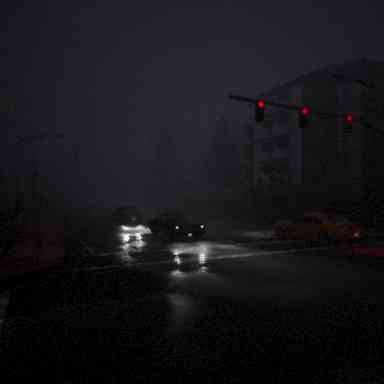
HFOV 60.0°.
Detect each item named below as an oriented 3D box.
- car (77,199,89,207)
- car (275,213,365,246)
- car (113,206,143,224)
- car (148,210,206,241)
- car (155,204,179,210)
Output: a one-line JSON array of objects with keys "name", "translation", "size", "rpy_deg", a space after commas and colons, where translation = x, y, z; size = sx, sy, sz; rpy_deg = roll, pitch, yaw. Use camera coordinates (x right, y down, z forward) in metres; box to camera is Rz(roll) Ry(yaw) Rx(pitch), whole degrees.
[{"name": "car", "translation": [-28.704, 2.747, 87.690], "size": [2.150, 2.045, 5.566], "rpy_deg": [1, -1, -32]}, {"name": "car", "translation": [6.436, 1.830, 17.411], "size": [1.882, 1.535, 5.008], "rpy_deg": [-4, 0, -26]}, {"name": "car", "translation": [-5.865, 2.045, 29.959], "size": [2.128, 1.511, 4.902], "rpy_deg": [1, -1, -25]}, {"name": "car", "translation": [-1.003, 1.965, 19.410], "size": [1.895, 1.301, 4.718], "rpy_deg": [1, -1, -25]}, {"name": "car", "translation": [-3.162, 2.257, 41.016], "size": [1.882, 1.535, 5.008], "rpy_deg": [1, -1, -25]}]
